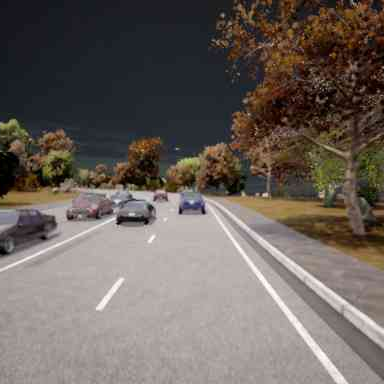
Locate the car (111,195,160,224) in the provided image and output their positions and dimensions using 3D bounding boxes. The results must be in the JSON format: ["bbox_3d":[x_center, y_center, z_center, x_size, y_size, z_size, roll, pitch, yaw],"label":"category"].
[{"bbox_3d":[-3.400,1.159,20.814,1.994,1.385,4.181,0,2,0],"label":"car"}]

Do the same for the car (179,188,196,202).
[{"bbox_3d":[-0.691,0.364,43.886,1.882,1.535,5.008,0,2,-6],"label":"car"}]

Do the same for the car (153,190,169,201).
[{"bbox_3d":[-4.119,0.411,43.392,1.812,1.442,4.674,0,2,-6],"label":"car"}]

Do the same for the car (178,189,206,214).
[{"bbox_3d":[0.004,0.738,27.369,2.097,1.767,4.553,0,2,0],"label":"car"}]

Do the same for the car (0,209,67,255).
[{"bbox_3d":[-7.038,1.372,12.896,2.033,1.411,5.357,0,1,1],"label":"car"}]

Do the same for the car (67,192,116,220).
[{"bbox_3d":[-7.000,0.875,23.050,2.097,1.767,4.553,0,2,0],"label":"car"}]

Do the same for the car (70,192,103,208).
[{"bbox_3d":[-10.561,0.749,33.581,1.994,1.385,4.181,0,2,0],"label":"car"}]

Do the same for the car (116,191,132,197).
[{"bbox_3d":[-7.062,0.678,33.667,2.128,1.511,4.902,0,2,-1],"label":"car"}]
